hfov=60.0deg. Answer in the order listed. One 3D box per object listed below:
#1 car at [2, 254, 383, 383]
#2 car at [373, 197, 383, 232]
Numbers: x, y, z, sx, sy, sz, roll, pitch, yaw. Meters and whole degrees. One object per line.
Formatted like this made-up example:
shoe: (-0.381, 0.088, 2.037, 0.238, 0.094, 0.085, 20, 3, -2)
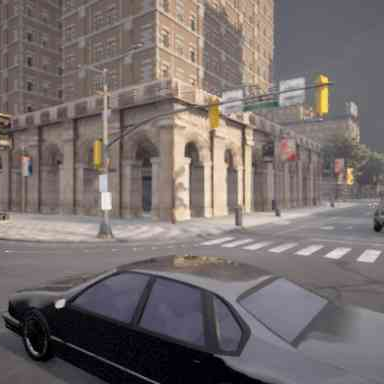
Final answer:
car: (-0.209, 1.545, 4.142, 5.357, 1.411, 2.033, 0, 0, 36)
car: (12.173, 1.215, 19.590, 2.150, 2.045, 5.566, 0, 0, 35)
